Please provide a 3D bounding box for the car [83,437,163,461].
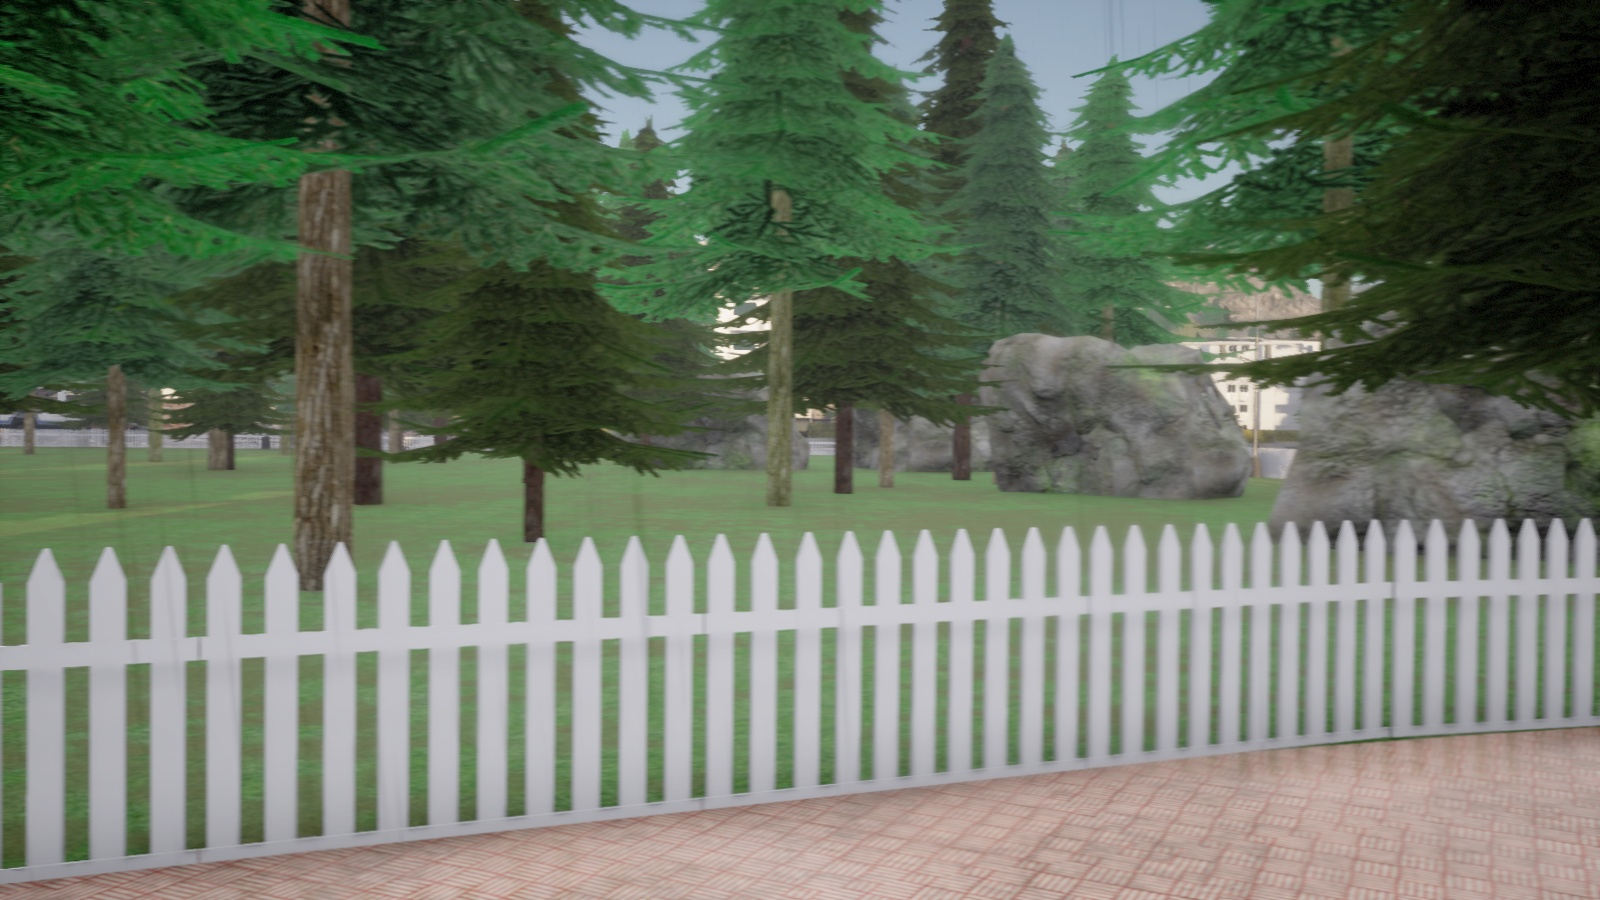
[{"bbox_3d":[-43.895,-0.057,81.462,4.193,1.474,1.816,-1,1,0],"label":"car"}]
